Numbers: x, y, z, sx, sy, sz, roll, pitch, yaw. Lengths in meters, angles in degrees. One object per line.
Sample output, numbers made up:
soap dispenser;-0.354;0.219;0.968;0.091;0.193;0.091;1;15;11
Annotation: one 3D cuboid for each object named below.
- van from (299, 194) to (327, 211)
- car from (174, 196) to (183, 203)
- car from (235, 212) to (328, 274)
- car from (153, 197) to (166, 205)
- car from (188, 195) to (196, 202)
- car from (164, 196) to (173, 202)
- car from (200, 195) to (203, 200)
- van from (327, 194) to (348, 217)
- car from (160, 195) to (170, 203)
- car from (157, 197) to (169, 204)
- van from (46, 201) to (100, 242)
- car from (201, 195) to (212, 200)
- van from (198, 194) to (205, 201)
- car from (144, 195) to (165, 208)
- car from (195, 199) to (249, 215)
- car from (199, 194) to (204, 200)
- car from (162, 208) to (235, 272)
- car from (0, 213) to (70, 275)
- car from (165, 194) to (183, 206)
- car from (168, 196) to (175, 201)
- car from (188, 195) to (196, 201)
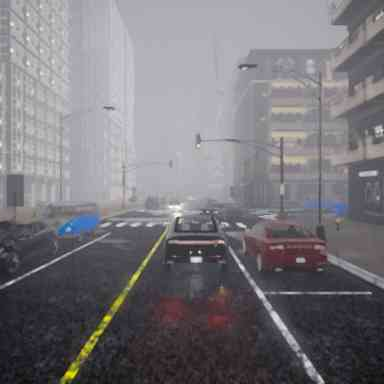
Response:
van;13.713;1.149;35.920;3.998;1.788;1.690;-1;1;0
car;-2.991;1.586;73.419;1.882;1.535;5.008;0;0;0
car;2.687;1.553;10.451;1.887;1.381;4.507;0;0;0
car;-5.688;1.624;59.421;1.887;1.381;4.507;0;0;0
car;0.008;1.709;78.696;1.895;1.301;4.718;0;0;0
car;-5.686;1.653;81.362;1.752;1.417;4.829;0;0;0
car;2.692;1.614;53.892;1.887;1.381;4.507;0;0;0
van;13.734;1.180;27.539;3.998;1.788;1.690;-1;1;0
car;-5.687;1.542;70.478;1.967;1.590;4.097;0;0;0
car;-5.687;1.656;64.949;1.947;1.339;4.313;0;0;0
van;-5.693;1.355;15.976;1.690;1.788;3.998;0;0;0
car;2.691;1.605;48.365;1.887;1.381;4.507;0;0;0
van;2.696;1.496;92.586;1.690;1.788;3.998;0;0;0
car;-5.690;1.376;48.367;2.192;1.841;5.009;0;0;0
car;2.776;1.569;27.543;2.033;1.411;5.357;0;0;38
car;2.692;1.519;59.420;1.967;1.590;4.097;0;0;0
car;0.103;1.501;10.845;2.128;1.511;4.902;0;0;0
car;-5.693;1.575;10.453;1.947;1.339;4.313;0;0;0
car;-3.046;1.569;58.295;2.128;1.511;4.902;0;0;0
car;-5.684;1.700;92.587;1.887;1.381;4.507;0;0;0
car;0.010;1.520;88.671;2.128;1.511;4.902;0;0;0
